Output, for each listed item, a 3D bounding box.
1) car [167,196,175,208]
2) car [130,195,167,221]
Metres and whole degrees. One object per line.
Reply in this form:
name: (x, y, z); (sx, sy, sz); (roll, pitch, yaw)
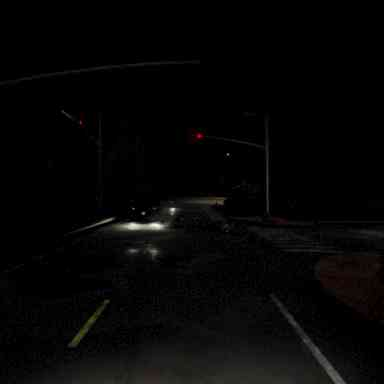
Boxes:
car: (-3.552, 1.375, 47.954); (2.097, 1.767, 4.553); (0, 0, 1)
car: (-3.610, 1.235, 27.433); (2.150, 2.045, 5.566); (0, 0, 0)
